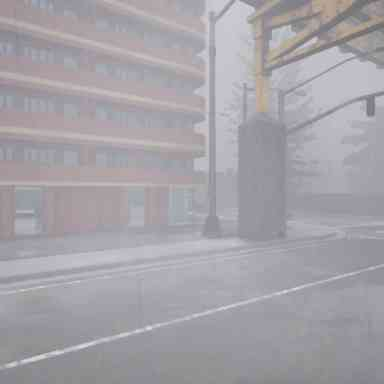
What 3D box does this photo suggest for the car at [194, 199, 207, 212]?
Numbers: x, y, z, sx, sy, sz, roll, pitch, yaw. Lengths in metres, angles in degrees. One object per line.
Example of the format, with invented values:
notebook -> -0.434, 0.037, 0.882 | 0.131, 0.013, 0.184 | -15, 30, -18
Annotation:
car -> -0.267, 1.478, 37.692 | 1.882, 1.535, 5.008 | 0, 0, -35

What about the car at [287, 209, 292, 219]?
car -> 6.284, 1.526, 28.488 | 1.812, 1.442, 4.674 | 0, 0, -36
